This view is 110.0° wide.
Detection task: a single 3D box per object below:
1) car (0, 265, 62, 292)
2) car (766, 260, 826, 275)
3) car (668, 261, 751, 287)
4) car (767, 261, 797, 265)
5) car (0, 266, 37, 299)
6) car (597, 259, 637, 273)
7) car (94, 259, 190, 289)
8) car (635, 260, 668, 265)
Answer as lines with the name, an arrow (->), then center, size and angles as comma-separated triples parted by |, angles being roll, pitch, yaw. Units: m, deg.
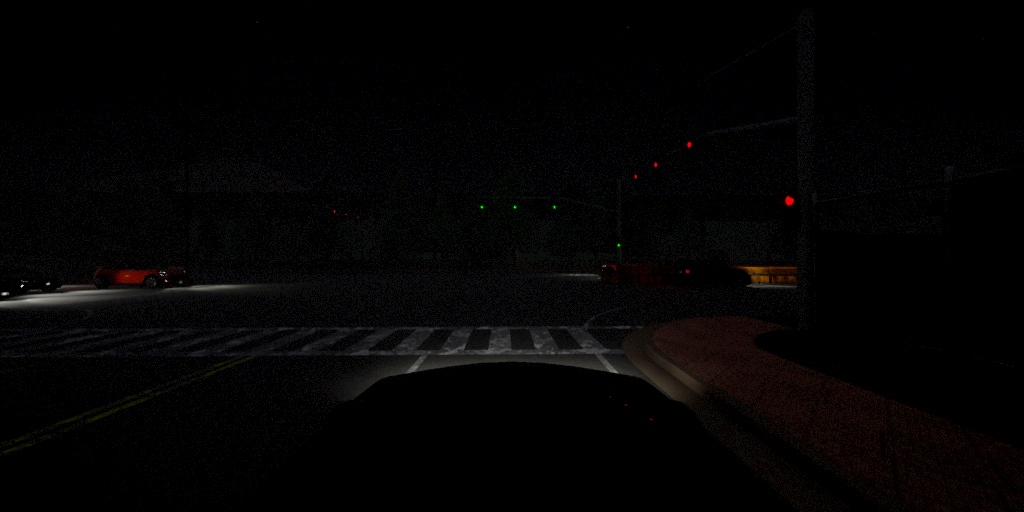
car -> -27.347, 1.243, 19.187 | 4.892, 1.490, 1.837 | 0, 0, -2
car -> 30.583, 1.235, 38.696 | 4.902, 1.511, 2.128 | 0, 0, -2
car -> 13.338, 1.097, 23.957 | 4.553, 1.767, 2.097 | 0, 0, -2
car -> 22.960, 1.346, 31.461 | 4.718, 1.301, 1.895 | 0, 0, -2
car -> -25.206, 1.292, 15.723 | 5.357, 1.411, 2.033 | 0, 0, -5
car -> 11.415, 1.096, 38.104 | 4.553, 1.767, 2.097 | 0, 0, -2
car -> -23.376, 1.094, 22.811 | 4.553, 1.767, 2.097 | 0, 0, -2
car -> 13.706, 1.250, 31.173 | 4.892, 1.490, 1.837 | 0, 0, -2
